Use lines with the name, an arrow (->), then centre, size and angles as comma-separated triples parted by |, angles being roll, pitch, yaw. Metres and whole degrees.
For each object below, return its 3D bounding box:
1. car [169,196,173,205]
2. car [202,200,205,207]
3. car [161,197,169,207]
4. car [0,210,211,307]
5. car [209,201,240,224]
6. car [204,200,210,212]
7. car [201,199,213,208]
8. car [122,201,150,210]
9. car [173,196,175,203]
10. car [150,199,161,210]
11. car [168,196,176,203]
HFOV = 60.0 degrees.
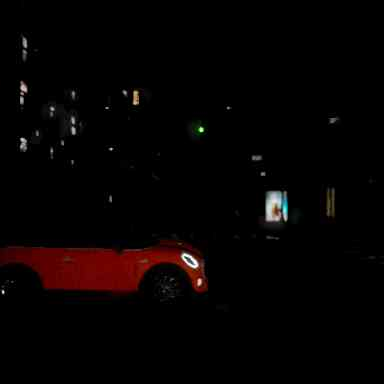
car -> -5.693, 2.066, 72.370 | 1.967, 1.590, 4.097 | -1, -1, 0
car -> 2.688, 1.917, 43.900 | 2.008, 1.369, 4.403 | 0, -1, 0
car -> -5.692, 2.043, 60.807 | 1.752, 1.417, 4.829 | 0, -1, 0
car -> -1.925, 1.420, 7.671 | 4.553, 1.767, 2.097 | 0, 0, 0
car -> 2.686, 1.658, 26.811 | 1.967, 1.590, 4.097 | 0, 0, 0
car -> 2.688, 1.898, 38.203 | 1.802, 1.307, 4.206 | 0, -1, 0
car -> 2.689, 2.070, 60.989 | 2.008, 1.369, 4.403 | -1, -1, 0
car -> -5.693, 1.817, 32.495 | 2.008, 1.369, 4.403 | 0, 0, 0
car -> -5.691, 2.204, 77.896 | 1.752, 1.417, 4.829 | -1, -1, 0
car -> -5.692, 1.917, 43.888 | 2.008, 1.369, 4.403 | 0, -1, 0
car -> -5.693, 2.163, 95.156 | 2.192, 1.841, 5.009 | -1, -1, 0
